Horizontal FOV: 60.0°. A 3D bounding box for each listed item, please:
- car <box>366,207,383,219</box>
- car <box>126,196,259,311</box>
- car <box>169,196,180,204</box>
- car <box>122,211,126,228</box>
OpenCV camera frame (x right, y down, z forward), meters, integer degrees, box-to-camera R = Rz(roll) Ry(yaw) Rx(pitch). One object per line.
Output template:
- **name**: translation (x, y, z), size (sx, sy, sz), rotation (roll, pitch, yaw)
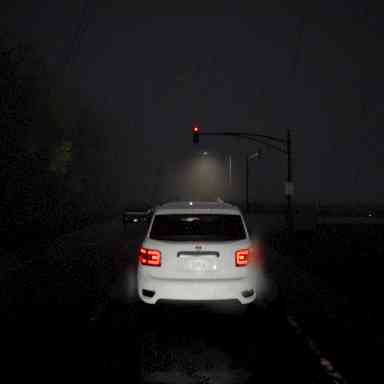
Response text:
- **car**: translation (19.316, 1.812, 31.081), size (5.357, 1.411, 2.033), rotation (1, -1, 0)
- **car**: translation (0.102, 1.223, 7.916), size (2.150, 2.045, 5.566), rotation (0, 0, 0)
- **car**: translation (-3.393, 1.564, 66.529), size (1.994, 1.385, 4.181), rotation (0, 0, 0)
- **car**: translation (-3.397, 1.497, 22.426), size (2.128, 1.511, 4.902), rotation (0, 0, 0)
